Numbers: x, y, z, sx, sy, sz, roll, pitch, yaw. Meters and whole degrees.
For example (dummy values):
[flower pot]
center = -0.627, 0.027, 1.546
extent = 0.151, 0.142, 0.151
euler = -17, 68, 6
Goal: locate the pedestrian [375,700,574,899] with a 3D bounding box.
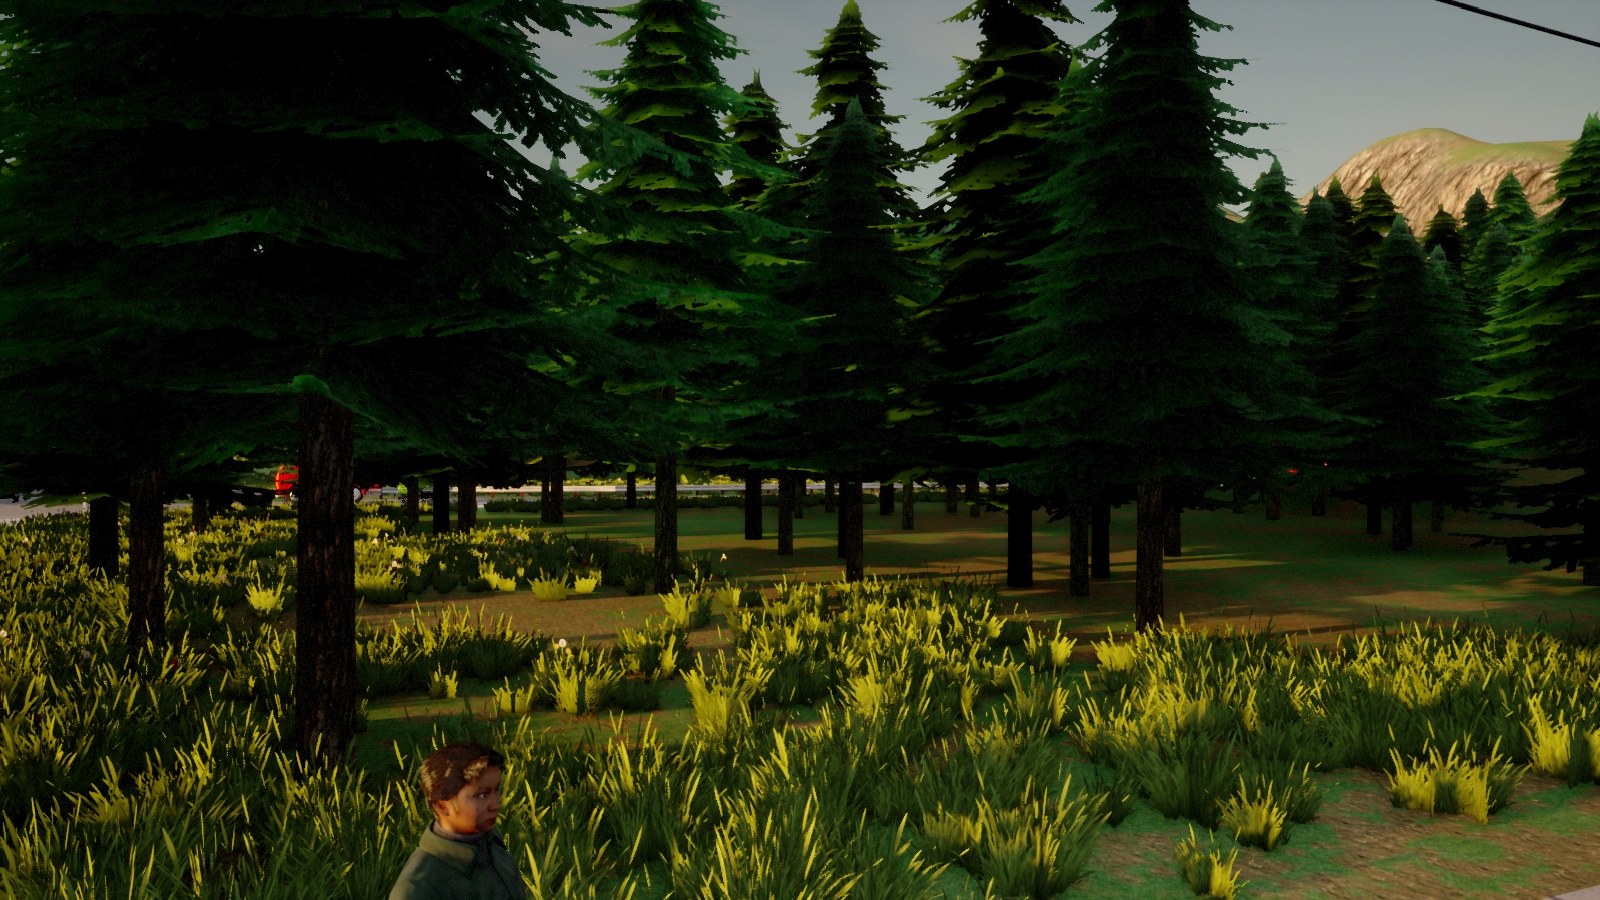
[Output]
[pedestrian]
center = -0.878, 1.663, 3.115
extent = 0.375, 1.860, 0.375
euler = 0, 0, 19

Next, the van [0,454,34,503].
[van]
center = -43.763, 1.534, 62.773
extent = 1.988, 2.561, 5.915
euler = 0, 0, -26
